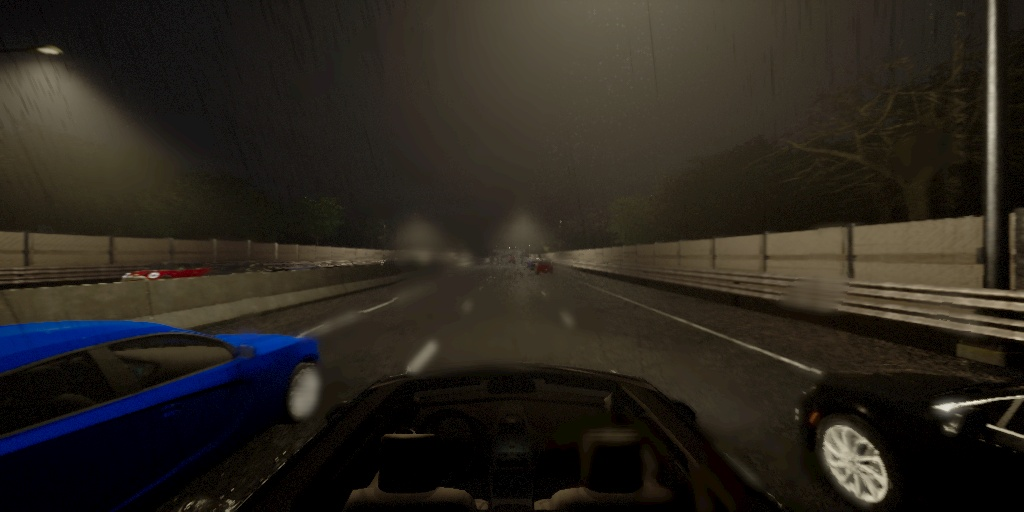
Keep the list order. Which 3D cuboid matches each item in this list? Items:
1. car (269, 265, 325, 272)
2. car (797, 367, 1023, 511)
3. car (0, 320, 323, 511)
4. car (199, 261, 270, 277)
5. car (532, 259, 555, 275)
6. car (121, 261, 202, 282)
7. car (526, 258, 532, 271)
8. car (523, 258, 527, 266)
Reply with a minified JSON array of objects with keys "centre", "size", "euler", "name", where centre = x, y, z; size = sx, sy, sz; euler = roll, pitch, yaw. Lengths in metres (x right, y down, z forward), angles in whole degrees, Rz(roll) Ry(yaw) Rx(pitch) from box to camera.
[{"centre":[-14.083,1.310,24.597],"size":[1.994,1.385,4.181],"euler":[0,0,0],"name":"car"},{"centre":[3.599,1.255,1.365],"size":[1.837,1.490,4.892],"euler":[0,0,0],"name":"car"},{"centre":[-3.400,1.227,2.691],"size":[1.882,1.535,5.008],"euler":[0,0,0],"name":"car"},{"centre":[-17.580,1.252,23.843],"size":[1.837,1.490,4.892],"euler":[0,0,0],"name":"car"},{"centre":[3.500,1.226,39.003],"size":[1.882,1.535,5.008],"euler":[0,0,0],"name":"car"},{"centre":[-21.084,1.096,22.208],"size":[2.097,1.767,4.553],"euler":[0,0,0],"name":"car"},{"centre":[3.499,1.244,50.004],"size":[2.128,1.511,4.902],"euler":[0,0,0],"name":"car"},{"centre":[3.499,1.262,61.037],"size":[2.163,1.488,4.792],"euler":[0,0,0],"name":"car"}]
